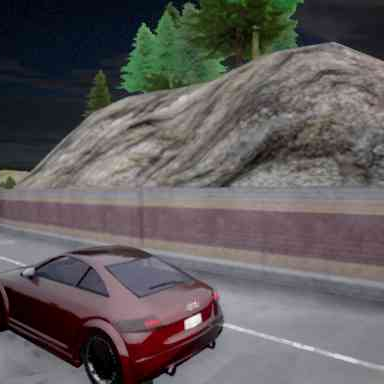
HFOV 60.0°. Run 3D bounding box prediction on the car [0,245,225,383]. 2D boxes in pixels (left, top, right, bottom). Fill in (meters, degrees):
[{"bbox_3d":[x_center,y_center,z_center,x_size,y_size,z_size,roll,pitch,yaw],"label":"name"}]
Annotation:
[{"bbox_3d":[-1.575,1.570,5.339,4.181,1.385,1.994,0,0,38],"label":"car"}]
